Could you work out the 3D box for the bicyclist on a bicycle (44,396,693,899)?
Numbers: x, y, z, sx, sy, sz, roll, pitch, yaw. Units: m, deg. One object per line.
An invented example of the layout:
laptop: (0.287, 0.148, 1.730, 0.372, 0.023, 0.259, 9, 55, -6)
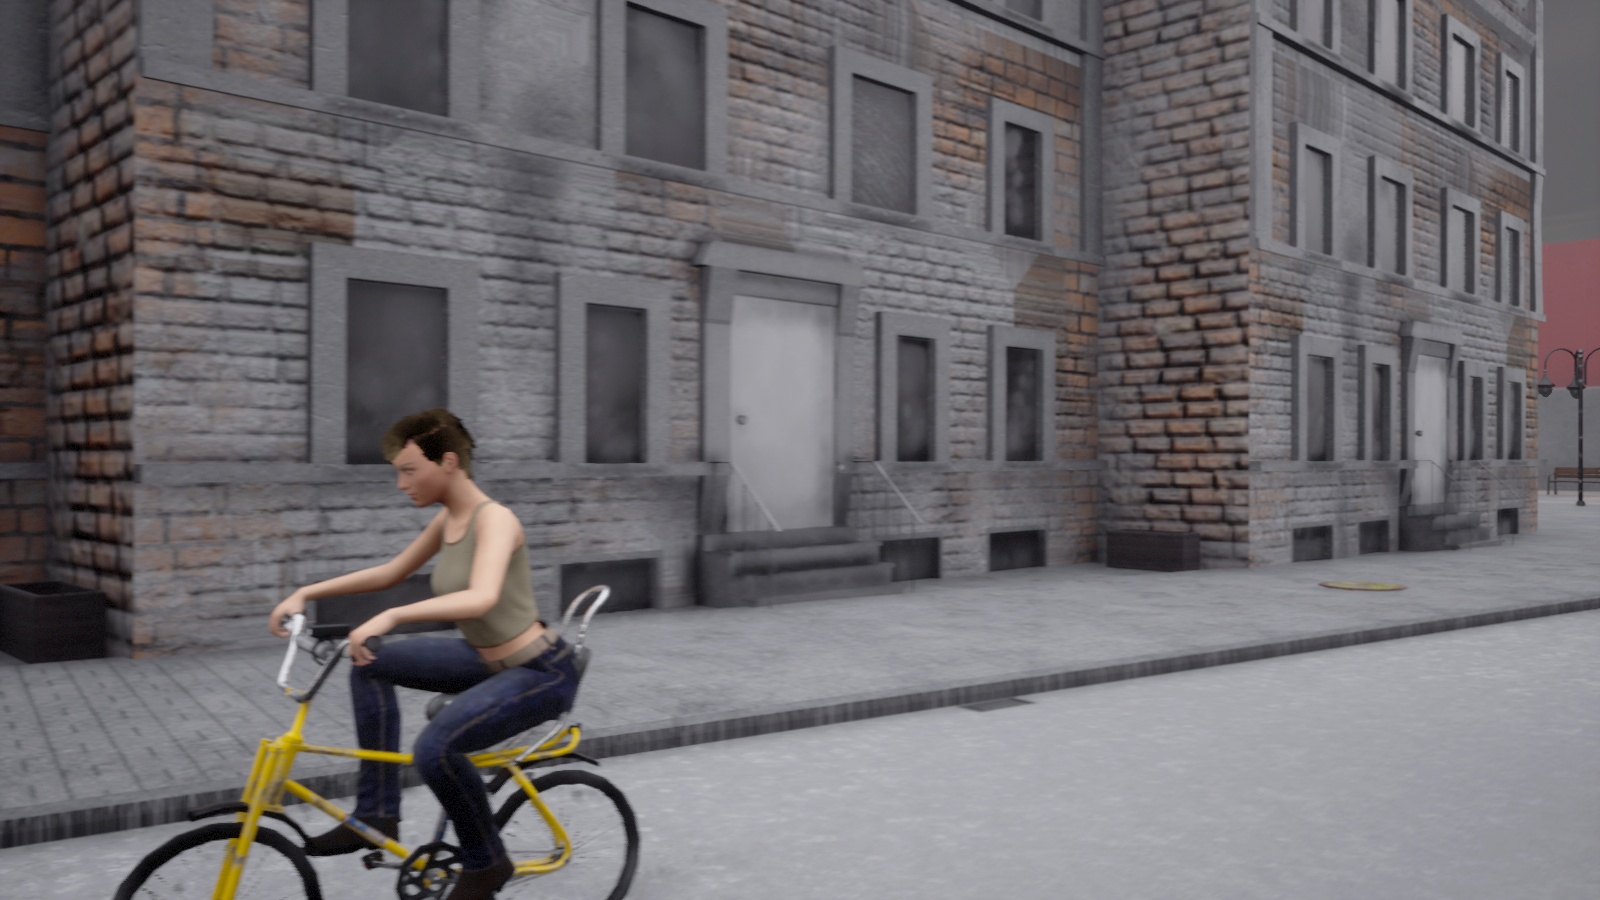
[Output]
bicyclist on a bicycle: (-1.169, 0.692, 3.461, 1.509, 1.612, 0.866, 0, 0, -35)
